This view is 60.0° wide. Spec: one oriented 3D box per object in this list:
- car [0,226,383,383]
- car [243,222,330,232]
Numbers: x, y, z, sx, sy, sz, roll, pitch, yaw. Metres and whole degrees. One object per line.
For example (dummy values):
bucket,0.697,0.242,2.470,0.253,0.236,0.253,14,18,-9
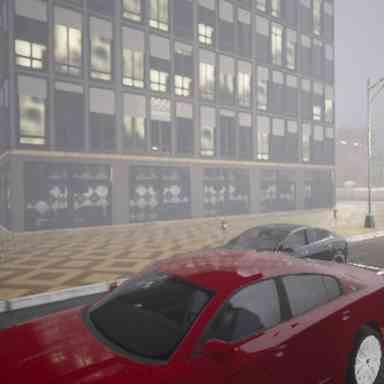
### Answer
car,0.193,1.441,3.516,5.008,1.535,1.882,-1,1,-36
car,2.031,1.454,8.018,4.313,1.339,1.947,-1,1,-36
